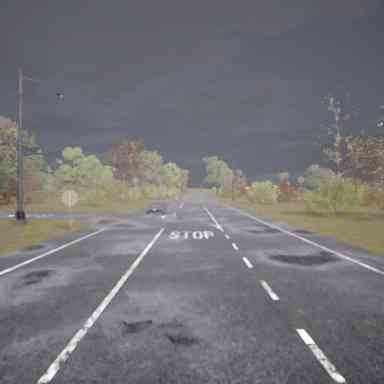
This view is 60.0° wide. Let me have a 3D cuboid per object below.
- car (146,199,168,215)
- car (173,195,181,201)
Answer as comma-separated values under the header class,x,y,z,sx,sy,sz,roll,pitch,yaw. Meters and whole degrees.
class,x,y,z,sx,sy,sz,roll,pitch,yaw
car,-3.440,1.479,33.272,1.837,1.490,4.892,0,0,0
car,-3.399,1.381,75.506,2.128,1.511,4.902,0,0,0
